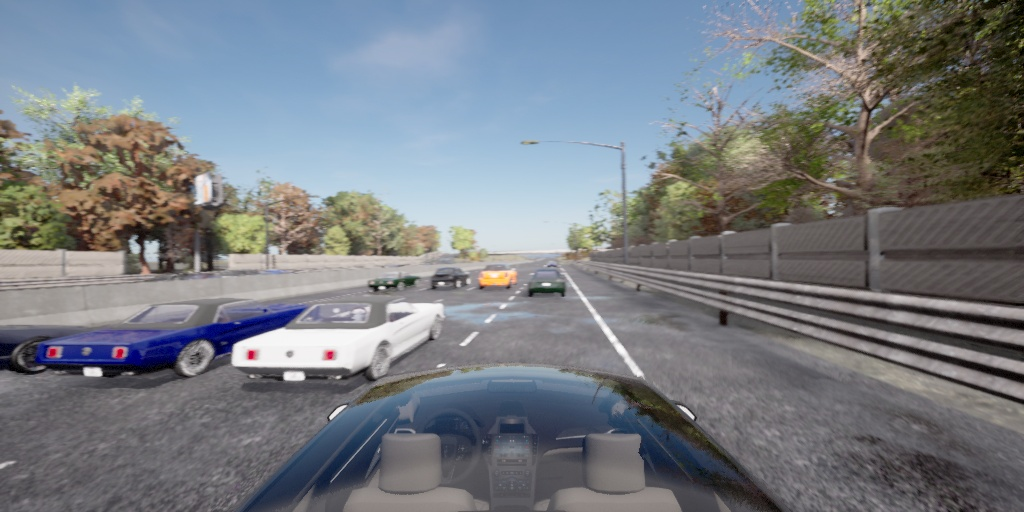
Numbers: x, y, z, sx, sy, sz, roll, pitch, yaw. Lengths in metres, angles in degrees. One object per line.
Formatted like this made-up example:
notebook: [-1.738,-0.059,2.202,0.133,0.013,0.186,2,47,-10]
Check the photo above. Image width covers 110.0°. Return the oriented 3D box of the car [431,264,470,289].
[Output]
car: [-4.328,1.541,25.676,1.837,1.490,4.892,-2,0,7]

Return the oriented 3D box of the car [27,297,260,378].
car: [-6.389,1.558,7.888,1.895,1.301,4.718,-2,0,7]

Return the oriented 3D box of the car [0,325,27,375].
car: [-10.210,1.584,5.386,2.033,1.411,5.357,-2,0,6]

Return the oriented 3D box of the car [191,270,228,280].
car: [-21.845,1.853,28.195,2.097,1.767,4.553,-2,0,7]

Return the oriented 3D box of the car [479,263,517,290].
car: [-0.888,1.295,24.998,2.097,1.767,4.553,-2,0,7]

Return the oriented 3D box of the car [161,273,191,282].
car: [-25.241,2.159,29.220,1.994,1.385,4.181,-2,0,7]

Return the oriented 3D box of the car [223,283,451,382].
car: [-2.922,1.466,7.431,1.895,1.301,4.718,-2,0,7]

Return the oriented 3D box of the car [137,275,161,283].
car: [-28.650,2.194,30.201,1.837,1.490,4.892,-2,0,7]

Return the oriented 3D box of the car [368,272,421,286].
car: [-7.948,1.722,24.782,1.895,1.301,4.718,-2,0,7]

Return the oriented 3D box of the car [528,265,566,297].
car: [1.943,1.397,19.868,1.994,1.385,4.181,-2,0,7]

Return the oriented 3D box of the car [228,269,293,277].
car: [-18.416,1.885,27.376,1.882,1.535,5.008,-2,0,7]
